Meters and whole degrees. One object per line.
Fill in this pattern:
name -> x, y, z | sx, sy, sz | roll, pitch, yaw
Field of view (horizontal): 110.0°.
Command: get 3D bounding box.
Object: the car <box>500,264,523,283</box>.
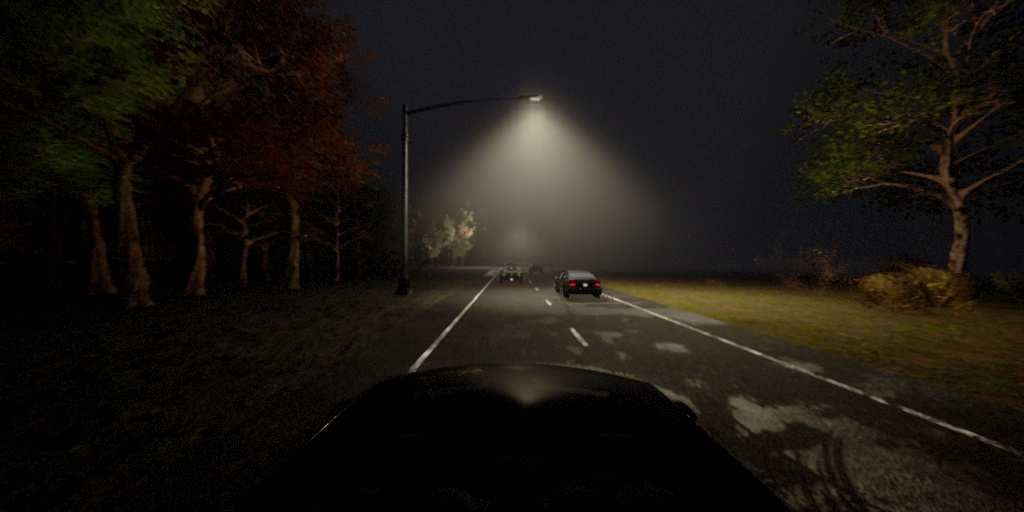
car -> -0.047, 1.602, 31.189 | 1.895, 1.301, 4.718 | 0, 0, 0

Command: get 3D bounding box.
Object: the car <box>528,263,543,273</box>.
car -> 3.357, 1.666, 50.911 | 2.128, 1.511, 4.902 | 0, 0, 0

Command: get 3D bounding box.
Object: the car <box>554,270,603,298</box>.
car -> 3.507, 1.463, 19.708 | 2.033, 1.411, 5.357 | 0, 0, 0
